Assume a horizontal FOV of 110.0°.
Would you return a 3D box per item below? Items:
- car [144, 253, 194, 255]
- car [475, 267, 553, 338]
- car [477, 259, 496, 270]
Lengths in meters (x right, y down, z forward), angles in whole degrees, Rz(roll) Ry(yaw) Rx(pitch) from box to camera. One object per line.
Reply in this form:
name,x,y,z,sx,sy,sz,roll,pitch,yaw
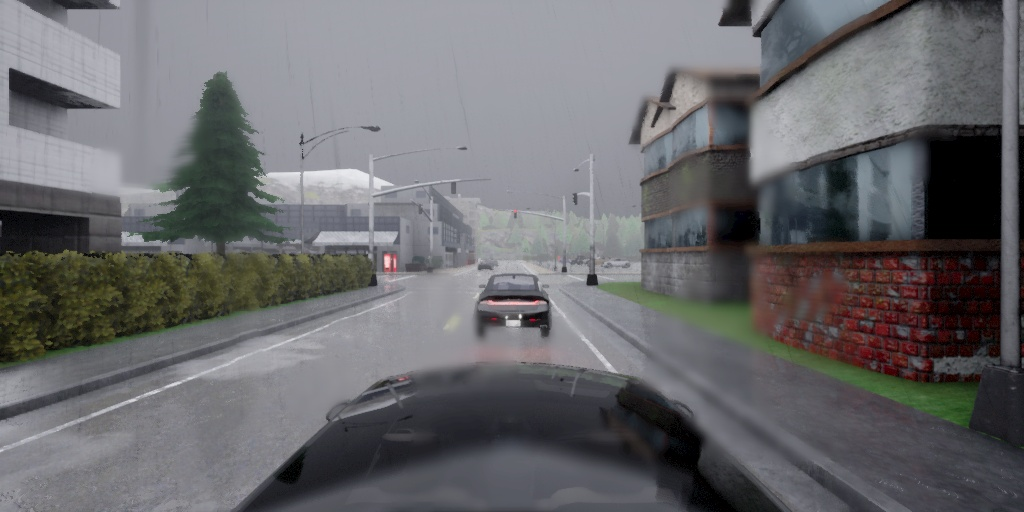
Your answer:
car,-25.762,0.794,27.730,5.566,2.045,2.150,0,0,0
car,0.056,1.241,10.165,2.128,1.511,4.902,0,0,0
car,-3.589,1.349,48.439,1.895,1.301,4.718,0,0,0
